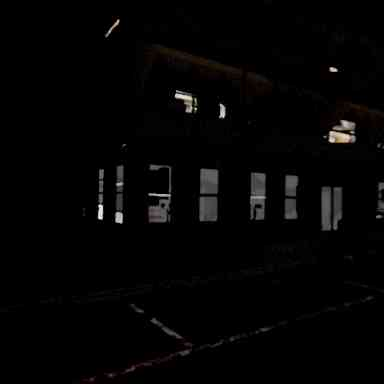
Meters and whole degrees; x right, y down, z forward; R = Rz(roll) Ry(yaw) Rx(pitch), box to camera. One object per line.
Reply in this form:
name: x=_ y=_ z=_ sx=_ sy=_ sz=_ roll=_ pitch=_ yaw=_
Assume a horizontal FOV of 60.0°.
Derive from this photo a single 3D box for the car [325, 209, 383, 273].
car: x=6.358 y=1.490 z=10.398 sx=5.009 sy=1.841 sz=2.192 roll=1 pitch=0 yaw=-33
